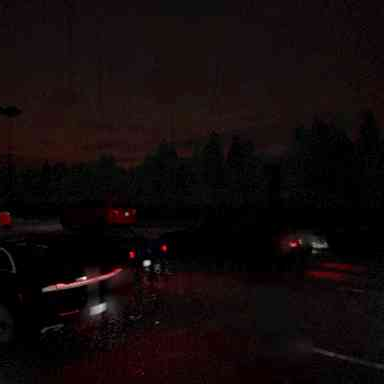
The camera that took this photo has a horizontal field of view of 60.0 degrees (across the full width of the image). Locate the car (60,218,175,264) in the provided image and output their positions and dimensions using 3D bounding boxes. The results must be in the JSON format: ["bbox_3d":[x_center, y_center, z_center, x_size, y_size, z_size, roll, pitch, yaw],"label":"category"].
[{"bbox_3d":[-3.043,1.702,10.468,4.718,1.301,1.895,-1,0,36],"label":"car"}]

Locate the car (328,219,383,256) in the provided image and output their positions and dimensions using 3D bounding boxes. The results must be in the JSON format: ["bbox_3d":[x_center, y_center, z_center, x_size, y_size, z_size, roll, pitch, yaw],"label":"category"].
[{"bbox_3d":[7.295,1.536,11.686,4.674,1.442,1.812,-1,-1,35],"label":"car"}]

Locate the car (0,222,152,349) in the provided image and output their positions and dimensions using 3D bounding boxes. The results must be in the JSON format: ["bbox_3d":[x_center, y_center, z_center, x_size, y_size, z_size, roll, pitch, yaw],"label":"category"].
[{"bbox_3d":[-3.372,1.567,6.401,4.902,1.511,2.128,-1,0,36],"label":"car"}]

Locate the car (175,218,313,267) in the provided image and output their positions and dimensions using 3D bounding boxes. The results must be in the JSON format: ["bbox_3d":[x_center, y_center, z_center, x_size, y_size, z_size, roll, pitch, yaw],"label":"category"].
[{"bbox_3d":[1.322,1.615,11.651,5.357,1.411,2.033,-1,0,36],"label":"car"}]

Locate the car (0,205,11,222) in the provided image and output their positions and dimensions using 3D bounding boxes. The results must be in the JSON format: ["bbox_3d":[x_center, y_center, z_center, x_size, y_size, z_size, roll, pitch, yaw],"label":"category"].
[{"bbox_3d":[-14.477,1.650,22.935,4.553,1.767,2.097,-1,0,36],"label":"car"}]

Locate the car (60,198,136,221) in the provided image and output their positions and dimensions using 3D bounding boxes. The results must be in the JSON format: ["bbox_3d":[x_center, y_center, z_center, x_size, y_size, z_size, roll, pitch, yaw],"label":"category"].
[{"bbox_3d":[-6.029,1.426,21.201,5.566,2.045,2.150,-1,-1,36],"label":"car"}]
